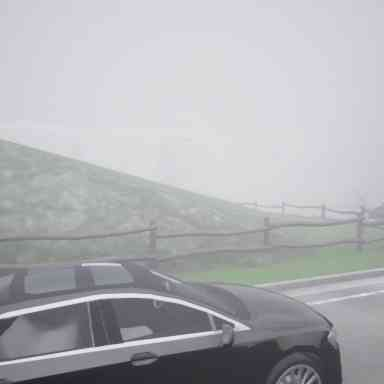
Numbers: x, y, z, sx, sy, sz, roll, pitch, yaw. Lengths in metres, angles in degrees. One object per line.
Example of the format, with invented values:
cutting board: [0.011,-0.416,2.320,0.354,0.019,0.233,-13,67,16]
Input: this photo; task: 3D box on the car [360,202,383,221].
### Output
car: [15.350,1.477,25.127,1.882,1.535,5.008,0,0,-41]

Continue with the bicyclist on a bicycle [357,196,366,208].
bicyclist on a bicycle: [22.651,1.302,43.870,1.656,1.620,0.582,0,0,-44]

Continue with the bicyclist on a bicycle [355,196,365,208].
bicyclist on a bicycle: [22.341,1.302,44.189,1.656,1.620,0.582,0,0,-44]

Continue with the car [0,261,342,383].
car: [-0.749,1.492,3.280,4.902,1.511,2.128,0,0,-24]
